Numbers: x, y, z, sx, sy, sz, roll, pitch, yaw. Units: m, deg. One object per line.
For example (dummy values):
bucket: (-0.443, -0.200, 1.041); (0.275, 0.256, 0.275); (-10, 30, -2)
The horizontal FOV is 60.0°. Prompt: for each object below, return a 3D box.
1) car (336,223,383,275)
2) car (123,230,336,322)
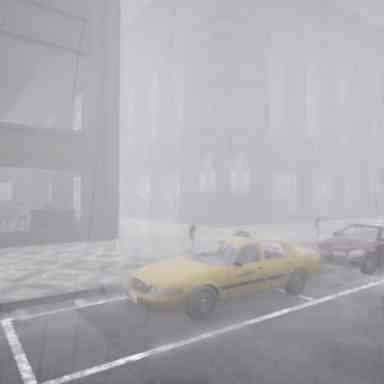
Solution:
car: (5.633, 1.667, 10.671); (4.206, 1.307, 1.802); (1, 0, -36)
car: (0.922, 1.564, 7.308); (4.829, 1.417, 1.752); (1, 0, -36)
